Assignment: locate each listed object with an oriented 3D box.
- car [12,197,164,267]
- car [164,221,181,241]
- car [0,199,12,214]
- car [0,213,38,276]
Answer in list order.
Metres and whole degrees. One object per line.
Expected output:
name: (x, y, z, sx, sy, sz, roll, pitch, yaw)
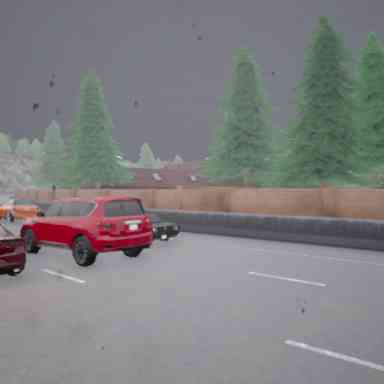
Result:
car: (-3.846, 1.193, 11.645, 5.566, 2.045, 2.150, -1, -1, 39)
car: (-2.833, 1.583, 15.389, 4.718, 1.301, 1.895, 0, 0, 41)
car: (-13.393, 1.286, 25.557, 2.097, 1.767, 4.553, 0, 0, -43)
car: (-6.414, 1.449, 9.230, 5.008, 1.535, 1.882, 1, 0, 41)
